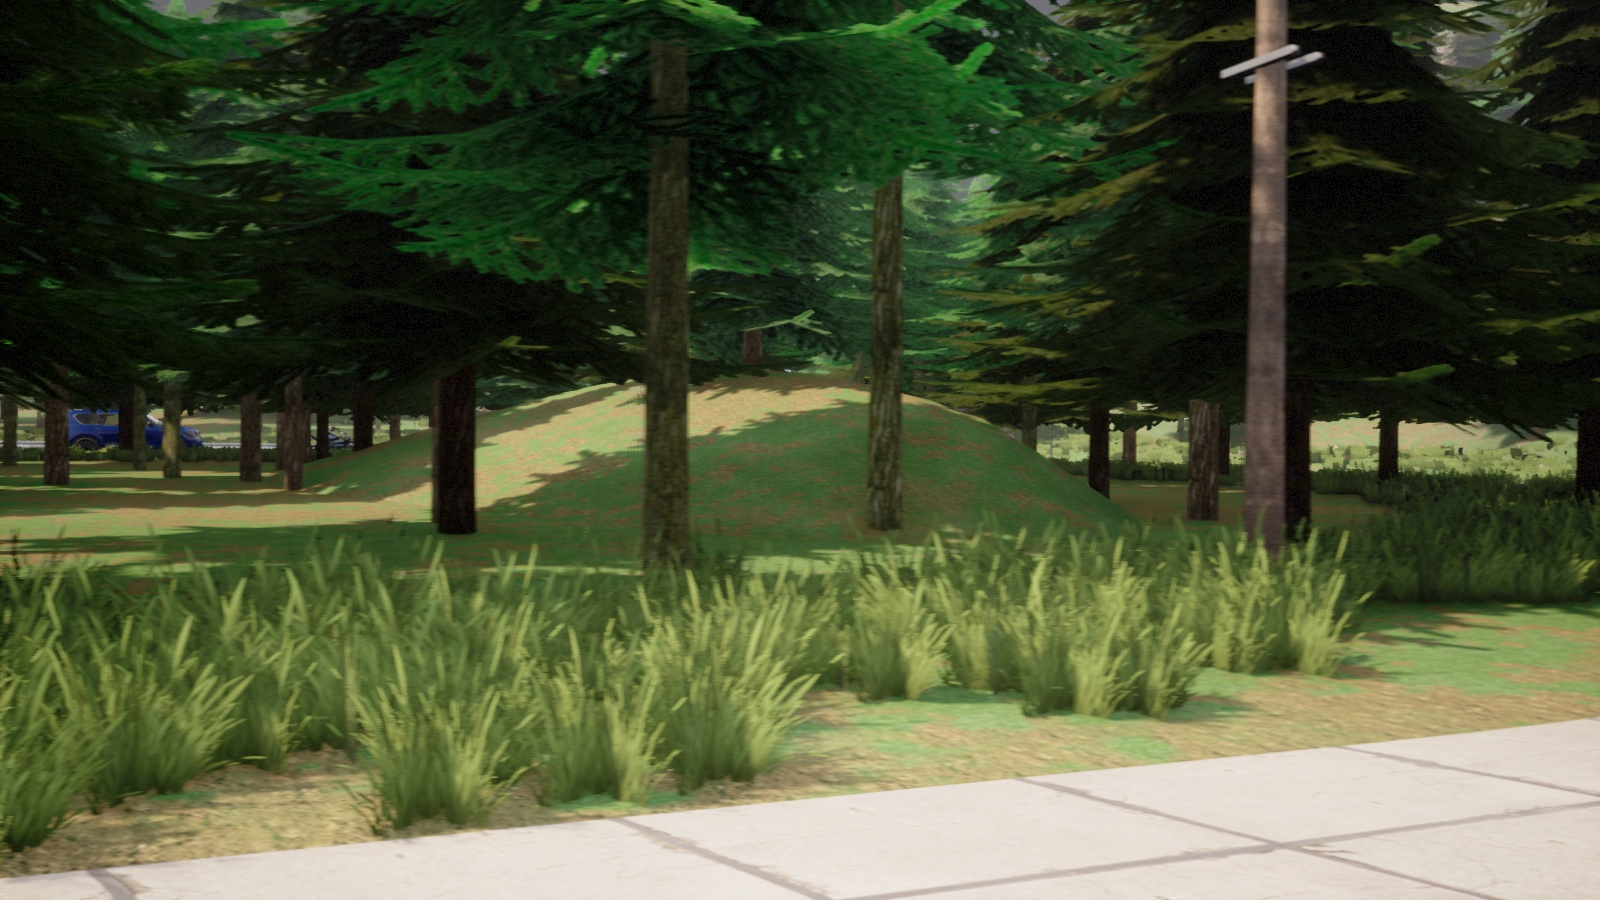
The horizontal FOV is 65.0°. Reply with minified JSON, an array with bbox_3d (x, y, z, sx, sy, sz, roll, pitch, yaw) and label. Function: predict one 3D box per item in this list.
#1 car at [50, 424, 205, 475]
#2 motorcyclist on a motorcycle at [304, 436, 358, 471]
[{"bbox_3d":[-28.415,-0.040,53.297,5.566,2.045,2.150,-1,1,-21],"label":"car"},{"bbox_3d":[-20.937,0.150,56.090,2.191,1.530,0.866,-1,1,-20],"label":"motorcyclist on a motorcycle"}]
